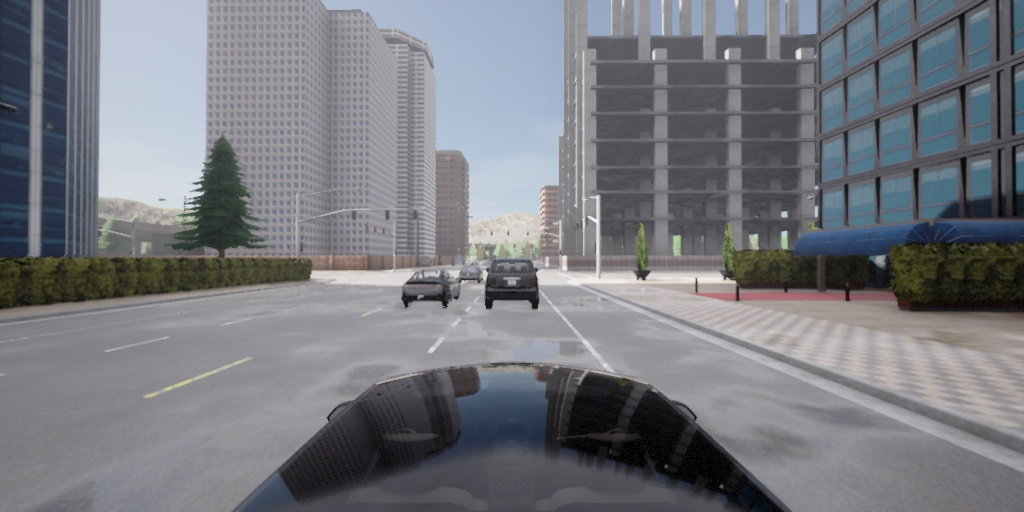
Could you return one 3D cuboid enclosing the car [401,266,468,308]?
[{"bbox_3d":[-3.495,1.377,16.142,2.128,1.511,4.902,0,0,0],"label":"car"}]

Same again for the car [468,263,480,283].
[{"bbox_3d":[-3.511,1.568,30.848,2.033,1.411,5.357,0,-1,-1],"label":"car"}]

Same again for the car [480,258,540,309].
[{"bbox_3d":[0.003,1.098,15.870,2.150,2.045,5.566,0,0,0],"label":"car"}]
